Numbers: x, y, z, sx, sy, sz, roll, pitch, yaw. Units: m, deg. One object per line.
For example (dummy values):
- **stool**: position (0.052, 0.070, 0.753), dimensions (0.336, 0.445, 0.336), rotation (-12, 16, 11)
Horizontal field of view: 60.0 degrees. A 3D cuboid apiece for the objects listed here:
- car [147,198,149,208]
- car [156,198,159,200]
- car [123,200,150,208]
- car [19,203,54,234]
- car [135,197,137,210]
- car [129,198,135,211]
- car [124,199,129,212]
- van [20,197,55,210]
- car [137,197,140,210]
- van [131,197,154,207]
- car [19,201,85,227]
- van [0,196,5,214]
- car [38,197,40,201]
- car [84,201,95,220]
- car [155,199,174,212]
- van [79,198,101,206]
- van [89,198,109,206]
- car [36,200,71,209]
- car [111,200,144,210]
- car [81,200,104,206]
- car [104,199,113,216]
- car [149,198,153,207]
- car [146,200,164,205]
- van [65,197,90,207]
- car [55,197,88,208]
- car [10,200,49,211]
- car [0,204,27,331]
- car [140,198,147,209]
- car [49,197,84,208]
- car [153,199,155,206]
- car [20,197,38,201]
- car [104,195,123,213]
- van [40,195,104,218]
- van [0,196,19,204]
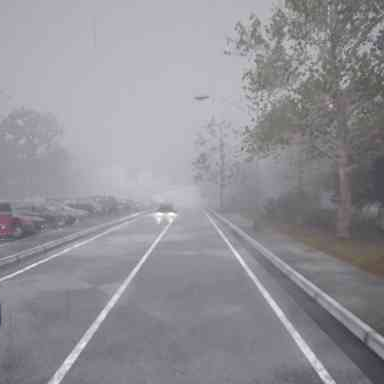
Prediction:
- **car**: position (-10.319, 2.089, 56.282), dimensions (4.892, 1.521, 2.231), rotation (0, -1, 0)
- **car**: position (-10.336, 2.464, 72.935), dimensions (4.792, 1.488, 2.163), rotation (0, -1, 0)
- **car**: position (-10.282, 2.233, 61.832), dimensions (4.792, 1.488, 2.163), rotation (0, -1, 0)
- **car**: position (-10.332, 1.532, 17.440), dimensions (5.008, 1.535, 2.097), rotation (0, 0, 0)
- **car**: position (-10.285, 1.732, 45.182), dimensions (4.553, 1.767, 2.185), rotation (0, -1, 0)
- **car**: position (-10.312, 1.799, 42.404), dimensions (5.008, 1.535, 2.097), rotation (0, -1, 0)
- **car**: position (-10.321, 1.782, 39.627), dimensions (4.674, 1.452, 2.002), rotation (0, -1, 0)
- **van**: position (-23.511, 1.745, 50.729), dimensions (4.442, 1.987, 1.878), rotation (0, -1, 0)
- **car**: position (-10.285, 1.789, 47.958), dimensions (4.553, 1.767, 2.185), rotation (0, -1, 0)
- **van**: position (-10.425, 2.151, 70.164), dimensions (4.442, 1.987, 1.878), rotation (0, -1, 0)
- **car**: position (-10.295, 1.588, 22.991), dimensions (4.792, 1.488, 2.163), rotation (0, 0, 0)
- **van**: position (-23.516, 1.459, 37.006), dimensions (4.442, 1.987, 1.878), rotation (0, -1, 0)
- **car**: position (-23.391, 1.858, 45.310), dimensions (5.008, 1.535, 2.097), rotation (0, -1, 0)
- **car**: position (-10.326, 1.612, 25.768), dimensions (4.674, 1.452, 2.002), rotation (0, 0, 0)
- **car**: position (-3.359, 1.940, 43.328), dimensions (1.895, 1.301, 4.718), rotation (0, -1, 0)
- **van**: position (-23.278, 2.269, 75.796), dimensions (4.442, 1.987, 1.878), rotation (0, -1, 0)
- **van**: position (-23.500, 2.475, 83.958), dimensions (4.442, 1.987, 1.878), rotation (0, -2, 0)
- **car**: position (-23.387, 2.088, 56.389), dimensions (5.008, 1.535, 2.097), rotation (0, -1, 0)
- **car**: position (-10.308, 2.032, 53.506), dimensions (4.892, 1.521, 2.231), rotation (0, -1, 0)
- **car**: position (-23.414, 2.588, 78.542), dimensions (4.792, 1.488, 2.163), rotation (0, -1, 0)
- **car**: position (-10.351, 1.628, 31.327), dimensions (4.792, 1.488, 2.163), rotation (0, -1, 0)
- **car**: position (-10.127, 2.143, 59.057), dimensions (5.366, 1.575, 1.946), rotation (0, -1, 0)
- **car**: position (-10.307, 2.950, 92.351), dimensions (4.892, 1.521, 2.231), rotation (0, -2, 0)
- **van**: position (-23.272, 2.093, 67.472), dimensions (4.442, 1.987, 1.878), rotation (0, -1, 0)
- **car**: position (-23.362, 2.010, 64.704), dimensions (5.566, 2.045, 2.435), rotation (0, -1, 0)
- **car**: position (-23.393, 1.956, 48.080), dimensions (4.674, 1.452, 2.002), rotation (0, -1, 0)
- **car**: position (-3.351, 1.219, 1.727), dimensions (2.150, 2.045, 5.566), rotation (0, 0, 0)
- **car**: position (-10.129, 1.970, 50.731), dimensions (5.366, 1.575, 1.946), rotation (0, -1, 0)
- **car**: position (-23.363, 1.953, 61.934), dimensions (5.566, 2.045, 2.435), rotation (0, -1, 0)
- **car**: position (-10.281, 2.291, 64.608), dimensions (4.792, 1.488, 2.163), rotation (0, -1, 0)
- **car**: position (-23.369, 1.546, 42.421), dimensions (5.566, 2.045, 2.435), rotation (0, -1, 0)
- **car**: position (-10.349, 1.375, 34.082), dimensions (5.566, 2.045, 2.435), rotation (0, -1, 0)
- **van**: position (-10.206, 1.359, 28.546), dimensions (4.442, 1.987, 1.878), rotation (0, 0, 0)
- **van**: position (-10.444, 1.293, 14.665), dimensions (4.442, 1.987, 1.878), rotation (0, 0, 0)
